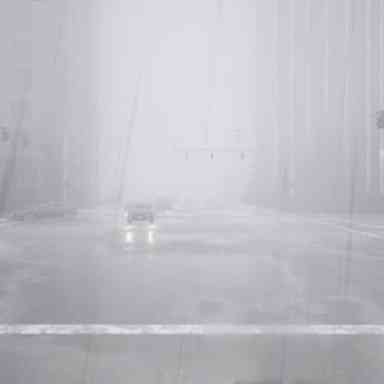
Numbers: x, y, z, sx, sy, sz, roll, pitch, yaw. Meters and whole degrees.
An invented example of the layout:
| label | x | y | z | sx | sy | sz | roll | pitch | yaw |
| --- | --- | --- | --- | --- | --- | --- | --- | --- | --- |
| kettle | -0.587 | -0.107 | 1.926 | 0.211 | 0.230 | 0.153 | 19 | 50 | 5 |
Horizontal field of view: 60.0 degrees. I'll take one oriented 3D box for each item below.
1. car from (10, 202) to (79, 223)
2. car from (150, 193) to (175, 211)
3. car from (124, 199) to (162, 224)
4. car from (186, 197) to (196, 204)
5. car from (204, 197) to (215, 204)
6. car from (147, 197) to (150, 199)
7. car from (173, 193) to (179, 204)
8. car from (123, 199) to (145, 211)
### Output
| label | x | y | z | sx | sy | sz | roll | pitch | yaw |
| --- | --- | --- | --- | --- | --- | --- | --- | --- | --- |
| car | -11.244 | 1.498 | 25.604 | 4.902 | 1.511 | 2.128 | 0 | 1 | -44 |
| car | -3.681 | 1.363 | 41.824 | 2.097 | 1.767 | 4.553 | 0 | 0 | 0 |
| car | -3.652 | 1.511 | 25.242 | 1.837 | 1.490 | 4.892 | 0 | 0 | 0 |
| car | -0.138 | 1.618 | 65.691 | 1.895 | 1.301 | 4.718 | 0 | 0 | 0 |
| car | 3.363 | 1.618 | 65.159 | 1.895 | 1.301 | 4.718 | 0 | 0 | 0 |
| car | -7.166 | 1.493 | 61.133 | 1.882 | 1.535 | 5.008 | 0 | 0 | 0 |
| car | -3.644 | 1.243 | 64.206 | 2.150 | 2.045 | 5.566 | 0 | 0 | 0 |
| car | -7.180 | 1.573 | 41.419 | 1.994 | 1.385 | 4.181 | 0 | 0 | 0 |
